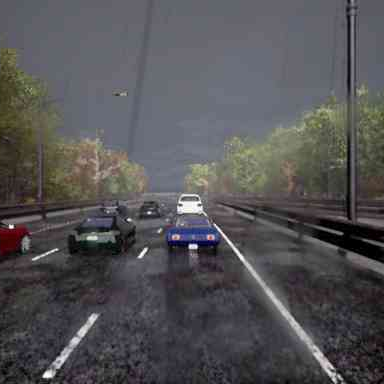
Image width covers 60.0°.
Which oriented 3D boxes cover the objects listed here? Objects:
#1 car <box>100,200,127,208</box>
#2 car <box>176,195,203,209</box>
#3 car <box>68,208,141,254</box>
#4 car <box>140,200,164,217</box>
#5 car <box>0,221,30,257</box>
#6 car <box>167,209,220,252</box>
[{"bbox_3d":[-7.240,1.522,31.032,2.128,1.511,4.902,0,0,-1],"label":"car"},{"bbox_3d":[-0.217,1.248,30.136,2.150,2.045,5.566,0,0,-1],"label":"car"},{"bbox_3d":[-3.478,1.572,13.568,1.994,1.385,4.181,0,0,-1],"label":"car"},{"bbox_3d":[-3.740,1.534,31.104,1.837,1.490,4.892,0,0,-1],"label":"car"},{"bbox_3d":[-6.949,1.484,10.433,1.882,1.535,5.008,0,0,0],"label":"car"},{"bbox_3d":[0.024,1.608,13.796,1.895,1.301,4.718,0,0,-1],"label":"car"}]
